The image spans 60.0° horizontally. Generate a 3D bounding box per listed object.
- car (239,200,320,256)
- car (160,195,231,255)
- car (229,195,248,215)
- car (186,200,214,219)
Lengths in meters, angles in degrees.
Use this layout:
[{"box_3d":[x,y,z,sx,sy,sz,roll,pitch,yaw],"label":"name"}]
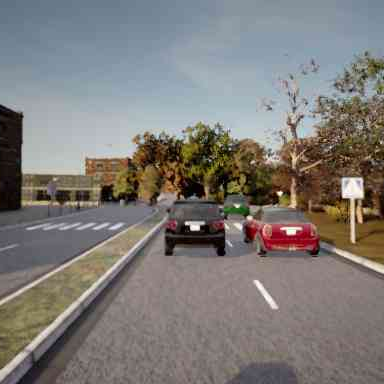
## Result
[{"box_3d":[3.349,1.378,13.339,2.097,1.767,4.553,0,0,0],"label":"car"},{"box_3d":[0.102,1.250,13.525,2.150,2.045,5.566,0,0,0],"label":"car"},{"box_3d":[3.918,1.270,29.283,2.150,2.045,5.566,0,0,6],"label":"car"},{"box_3d":[0.821,1.554,30.336,2.128,1.511,4.902,0,0,6],"label":"car"}]
